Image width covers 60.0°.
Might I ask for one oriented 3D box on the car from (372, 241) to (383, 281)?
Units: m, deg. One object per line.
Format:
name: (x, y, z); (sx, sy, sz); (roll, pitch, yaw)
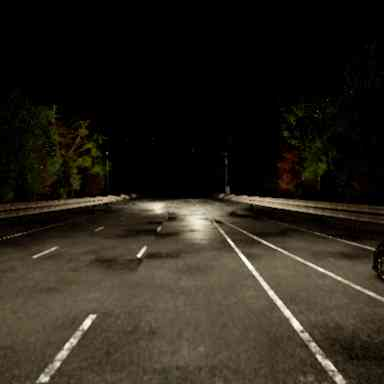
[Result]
car: (5.710, 1.366, 6.486); (2.033, 1.649, 4.856); (0, 0, -6)
